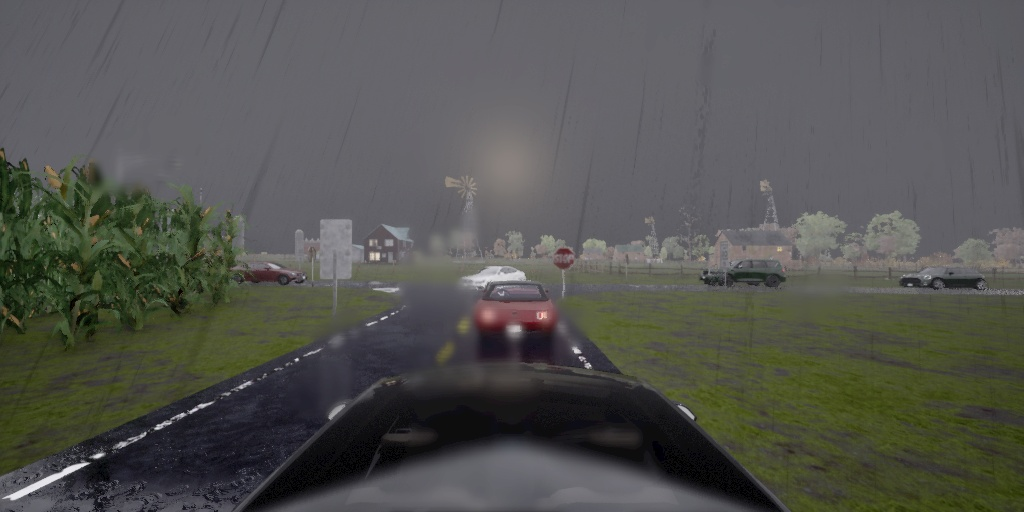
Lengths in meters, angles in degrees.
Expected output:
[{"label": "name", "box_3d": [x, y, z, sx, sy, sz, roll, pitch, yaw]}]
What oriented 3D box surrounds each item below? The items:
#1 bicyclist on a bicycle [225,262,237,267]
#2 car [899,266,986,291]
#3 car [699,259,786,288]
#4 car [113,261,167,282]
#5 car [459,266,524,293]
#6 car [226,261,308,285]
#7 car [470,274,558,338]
[{"label": "bicyclist on a bicycle", "box_3d": [-22.674, 0.996, 28.897, 0.582, 1.620, 1.656, 1, 0, 0]}, {"label": "car", "box_3d": [31.208, 1.537, 26.099, 4.553, 1.767, 2.097, 1, -1, 0]}, {"label": "car", "box_3d": [16.699, 1.228, 26.043, 5.566, 2.045, 2.150, 1, -1, 0]}, {"label": "car", "box_3d": [-25.512, 0.650, 22.920, 5.566, 2.045, 2.150, 1, -1, 0]}, {"label": "car", "box_3d": [-0.969, 1.282, 20.362, 1.812, 1.442, 4.674, -1, -1, 35]}, {"label": "car", "box_3d": [-15.649, 1.079, 22.957, 4.674, 1.442, 1.812, 1, -1, 0]}, {"label": "car", "box_3d": [0.139, 1.353, 10.202, 1.895, 1.301, 4.718, 0, 0, 1]}]
